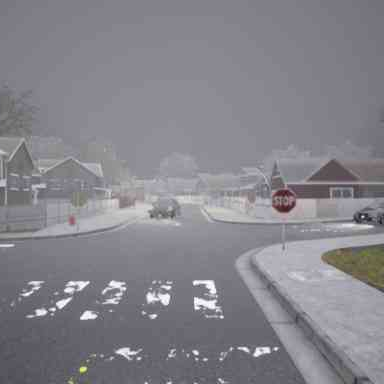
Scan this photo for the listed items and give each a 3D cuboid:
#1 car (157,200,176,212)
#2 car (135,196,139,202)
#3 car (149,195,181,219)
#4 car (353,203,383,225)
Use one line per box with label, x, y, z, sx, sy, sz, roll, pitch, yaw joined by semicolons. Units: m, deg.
car;-3.019;1.631;40.264;1.895;1.301;4.718;0;0;0
car;-14.368;1.623;80.624;1.882;1.535;5.008;0;-1;-24
car;-2.338;1.368;29.456;2.097;1.767;4.553;0;0;8
car;13.020;1.426;22.679;4.181;1.385;1.994;-1;0;-25
